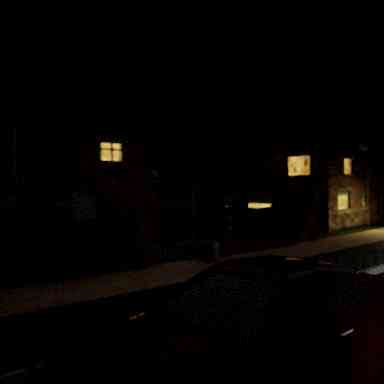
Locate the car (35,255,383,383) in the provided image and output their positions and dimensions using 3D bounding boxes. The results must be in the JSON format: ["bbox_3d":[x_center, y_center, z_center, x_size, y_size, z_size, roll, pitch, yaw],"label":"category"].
[{"bbox_3d":[0.764,1.534,3.747,4.674,1.442,1.812,0,0,-37],"label":"car"}]
